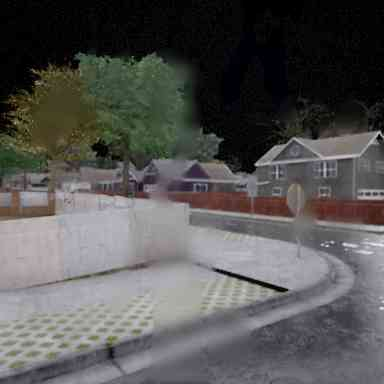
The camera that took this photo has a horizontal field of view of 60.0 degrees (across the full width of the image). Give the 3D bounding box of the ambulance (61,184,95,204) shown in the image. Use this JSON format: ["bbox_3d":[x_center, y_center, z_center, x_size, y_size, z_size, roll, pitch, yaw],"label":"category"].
[{"bbox_3d":[-13.308,0.267,38.818,2.351,2.431,6.366,0,1,-36],"label":"ambulance"}]
